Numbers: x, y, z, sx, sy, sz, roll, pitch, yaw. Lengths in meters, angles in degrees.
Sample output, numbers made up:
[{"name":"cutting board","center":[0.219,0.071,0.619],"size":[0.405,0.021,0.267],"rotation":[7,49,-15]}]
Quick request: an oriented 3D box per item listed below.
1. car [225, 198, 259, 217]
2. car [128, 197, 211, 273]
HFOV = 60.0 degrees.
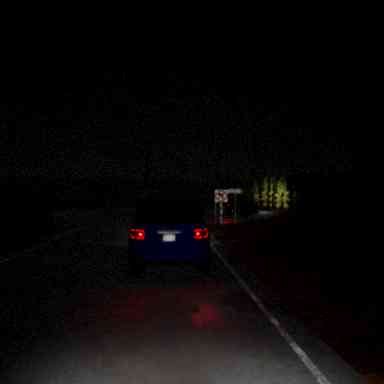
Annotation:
[{"name":"car","center":[4.491,1.310,29.291],"size":[2.128,1.511,4.902],"rotation":[0,0,27]},{"name":"car","center":[-0.694,1.166,10.652],"size":[2.150,2.045,5.566],"rotation":[0,1,-3]}]
